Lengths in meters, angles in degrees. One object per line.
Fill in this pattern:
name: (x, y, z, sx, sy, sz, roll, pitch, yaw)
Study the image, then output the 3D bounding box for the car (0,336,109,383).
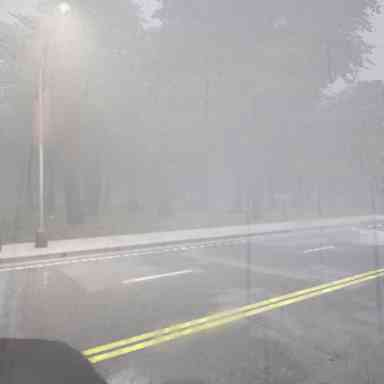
car: (-2.418, 1.567, 1.713, 4.181, 1.385, 1.994, 0, 0, -36)
